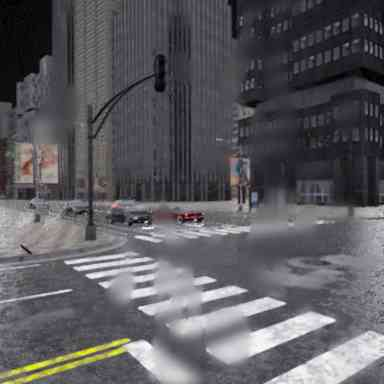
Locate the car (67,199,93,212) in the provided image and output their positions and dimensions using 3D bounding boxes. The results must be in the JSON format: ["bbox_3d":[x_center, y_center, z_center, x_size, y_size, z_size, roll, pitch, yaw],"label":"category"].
[{"bbox_3d":[-15.213,1.747,44.974,1.882,1.535,5.008,-1,0,-35],"label":"car"}]

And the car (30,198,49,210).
[{"bbox_3d":[-23.515,1.739,51.152,2.097,1.767,4.553,-1,0,-35],"label":"car"}]

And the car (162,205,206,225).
[{"bbox_3d":[-1.043,1.664,25.048,1.895,1.301,4.718,-1,0,-36],"label":"car"}]

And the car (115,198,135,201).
[{"bbox_3d":[-6.290,1.488,32.405,2.097,1.767,4.553,-1,0,-35],"label":"car"}]

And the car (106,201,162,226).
[{"bbox_3d":[-4.602,1.647,24.424,2.033,1.411,5.357,-1,0,-35],"label":"car"}]

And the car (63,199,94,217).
[{"bbox_3d":[-11.920,1.749,34.711,2.033,1.411,5.357,-1,0,-35],"label":"car"}]
